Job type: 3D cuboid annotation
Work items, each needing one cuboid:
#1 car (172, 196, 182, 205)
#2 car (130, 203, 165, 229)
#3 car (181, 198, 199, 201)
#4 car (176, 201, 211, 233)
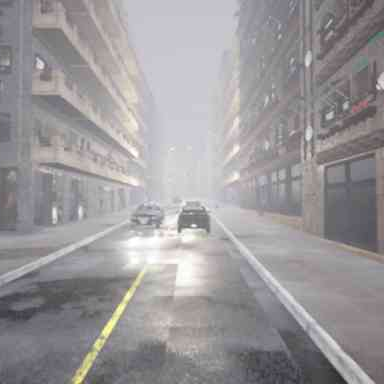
[{"bbox_3d":[-2.774,1.616,62.993,1.837,1.490,4.892,0,0,1],"label":"car"},{"bbox_3d":[-2.847,1.511,21.984,2.128,1.511,4.902,0,0,0],"label":"car"},{"bbox_3d":[0.102,1.539,41.337,2.128,1.511,4.902,0,0,0],"label":"car"},{"bbox_3d":[0.102,1.522,19.918,1.837,1.490,4.892,0,0,0],"label":"car"}]
